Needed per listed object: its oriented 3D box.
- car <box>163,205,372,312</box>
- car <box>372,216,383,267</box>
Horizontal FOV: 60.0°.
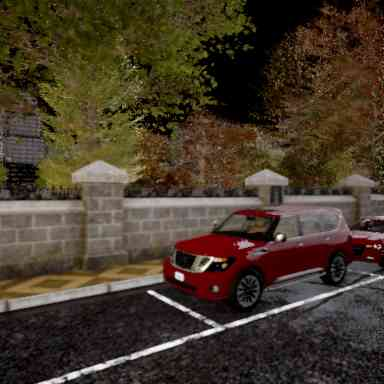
[{"bbox_3d":[1.810,1.287,7.837,5.009,1.841,2.192,0,1,-35],"label":"car"},{"bbox_3d":[6.380,1.489,11.100,4.507,1.381,1.887,0,1,-35],"label":"car"}]
